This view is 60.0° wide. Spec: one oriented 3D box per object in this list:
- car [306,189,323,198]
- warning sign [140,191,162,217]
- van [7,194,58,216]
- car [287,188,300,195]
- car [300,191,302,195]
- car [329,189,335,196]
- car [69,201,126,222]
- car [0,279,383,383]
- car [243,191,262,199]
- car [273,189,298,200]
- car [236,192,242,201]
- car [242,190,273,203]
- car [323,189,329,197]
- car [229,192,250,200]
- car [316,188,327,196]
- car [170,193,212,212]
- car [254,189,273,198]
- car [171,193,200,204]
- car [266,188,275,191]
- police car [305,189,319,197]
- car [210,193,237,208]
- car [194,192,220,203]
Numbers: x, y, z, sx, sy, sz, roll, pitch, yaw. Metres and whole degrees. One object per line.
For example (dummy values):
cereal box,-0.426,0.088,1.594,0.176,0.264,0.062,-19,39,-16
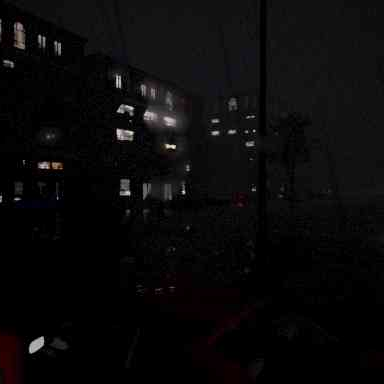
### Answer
car,25.122,0.446,69.464,2.008,1.369,4.403,2,2,35
warning sign,-3.057,0.851,24.823,1.300,1.860,1.060,-1,0,35
van,-13.553,1.035,28.523,1.690,1.788,3.998,2,2,35
car,24.604,-0.029,83.385,2.192,1.841,5.009,2,2,35
car,27.781,0.115,87.963,1.887,1.381,4.507,2,2,35
car,34.662,0.080,83.176,1.967,1.590,4.097,2,2,35
car,-6.676,1.329,23.745,1.947,1.339,4.313,2,2,35
car,-0.316,1.544,3.095,4.507,1.381,1.887,0,0,36
car,11.786,0.526,64.963,1.752,1.417,4.829,2,2,35
car,15.680,0.676,55.886,1.752,1.417,4.829,2,2,35
car,7.563,0.816,48.861,1.812,1.442,4.674,1,1,35
car,9.223,0.877,46.603,2.008,1.369,4.403,2,2,35
car,28.301,0.361,74.034,2.008,1.369,4.403,2,2,35
car,8.703,0.650,60.533,1.947,1.339,4.313,2,2,35
car,33.119,-0.033,84.768,2.097,1.767,4.553,0,1,28
car,-0.317,1.132,32.887,1.887,1.381,4.507,2,2,35
car,15.066,0.227,69.670,2.192,1.841,5.009,2,2,35
car,-0.836,0.910,46.816,1.947,1.339,4.313,2,2,35
car,13.187,0.357,57.029,2.150,2.045,5.566,1,1,35
police car,27.663,0.191,76.647,1.930,1.638,5.238,0,1,32
car,2.863,1.051,37.459,2.008,1.369,4.403,2,2,35
car,2.343,0.808,51.388,2.008,1.369,4.403,2,2,35
